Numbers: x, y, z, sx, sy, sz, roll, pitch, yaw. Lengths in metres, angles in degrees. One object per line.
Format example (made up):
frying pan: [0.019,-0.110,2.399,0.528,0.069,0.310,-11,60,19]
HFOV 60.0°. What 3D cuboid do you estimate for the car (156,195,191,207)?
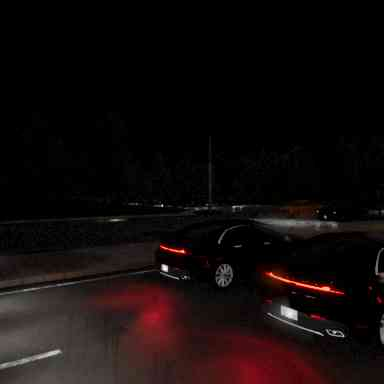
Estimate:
car: [-2.854,1.547,50.121,2.033,1.411,5.357,0,0,-35]

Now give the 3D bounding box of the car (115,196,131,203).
car: [-14.119,1.491,66.326,2.128,1.511,4.902,0,0,-35]

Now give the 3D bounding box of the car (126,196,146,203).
car: [-11.752,1.540,69.077,2.033,1.411,5.357,0,0,-35]

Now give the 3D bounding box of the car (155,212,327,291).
car: [1.358,1.505,9.066,4.892,1.490,1.837,0,0,-35]

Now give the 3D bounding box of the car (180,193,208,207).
car: [-0.090,1.221,52.259,2.150,2.045,5.566,0,0,-36]

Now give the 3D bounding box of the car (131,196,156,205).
car: [-8.346,1.601,57.983,1.895,1.301,4.718,0,0,-35]

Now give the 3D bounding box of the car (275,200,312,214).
car: [9.388,1.477,28.991,5.008,1.535,1.882,0,0,-35]

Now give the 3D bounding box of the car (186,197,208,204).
car: [0.923,1.601,63.083,1.895,1.301,4.718,0,0,-35]

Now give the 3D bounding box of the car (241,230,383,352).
car: [3.390,1.505,6.217,4.892,1.490,1.837,0,0,-35]

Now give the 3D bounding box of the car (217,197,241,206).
car: [6.138,1.526,55.621,1.812,1.442,4.674,0,0,-35]

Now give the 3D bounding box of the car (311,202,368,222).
car: [11.944,1.601,26.506,4.718,1.301,1.895,0,0,-35]
